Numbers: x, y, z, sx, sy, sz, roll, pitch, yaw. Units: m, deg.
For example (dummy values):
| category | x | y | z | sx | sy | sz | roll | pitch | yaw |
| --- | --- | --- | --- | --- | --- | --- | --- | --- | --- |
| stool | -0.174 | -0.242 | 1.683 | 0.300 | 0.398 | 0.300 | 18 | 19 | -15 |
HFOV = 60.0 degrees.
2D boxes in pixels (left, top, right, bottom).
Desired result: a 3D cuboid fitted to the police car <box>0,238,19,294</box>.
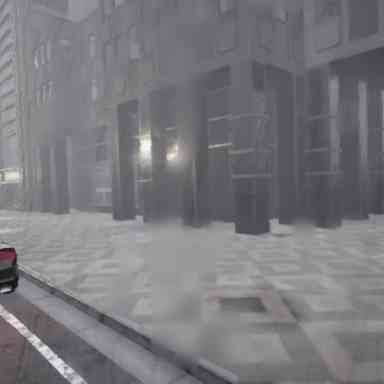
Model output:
| category | x | y | z | sx | sy | sz | roll | pitch | yaw |
| --- | --- | --- | --- | --- | --- | --- | --- | --- | --- |
| police car | -5.559 | 1.339 | 7.489 | 1.930 | 1.638 | 5.238 | -4 | 3 | -43 |
